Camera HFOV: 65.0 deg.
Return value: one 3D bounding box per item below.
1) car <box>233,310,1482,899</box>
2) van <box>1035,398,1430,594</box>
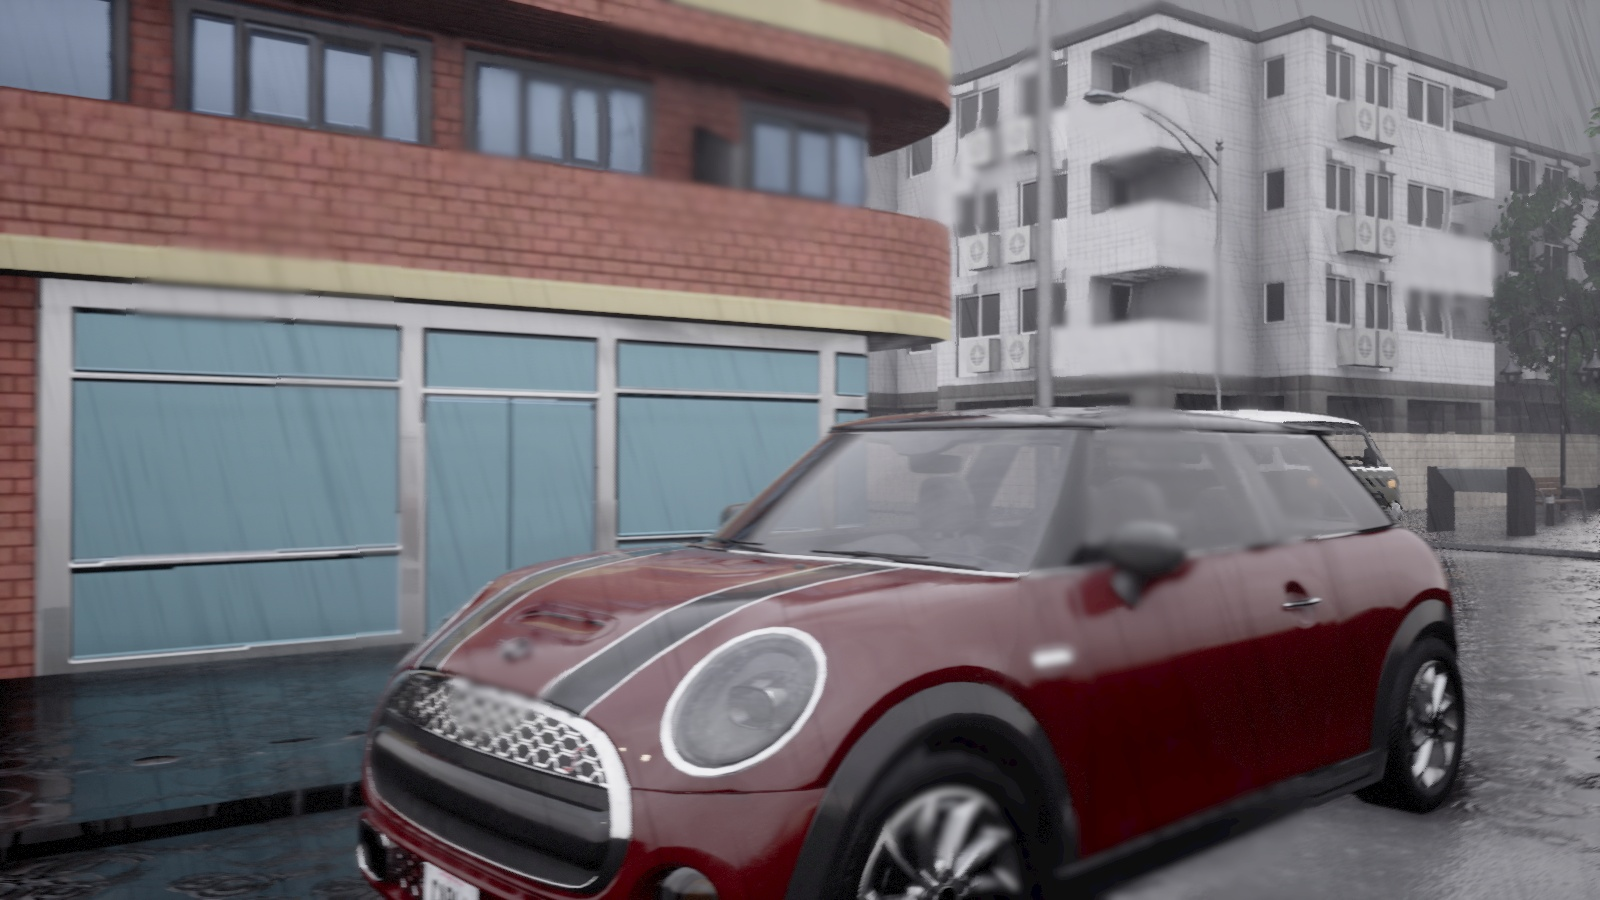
[{"bbox_3d":[0.582,0.614,4.753,4.553,1.767,2.097,0,0,-42],"label":"car"},{"bbox_3d":[5.105,0.498,15.549,2.069,2.038,4.480,1,0,-25],"label":"van"}]
